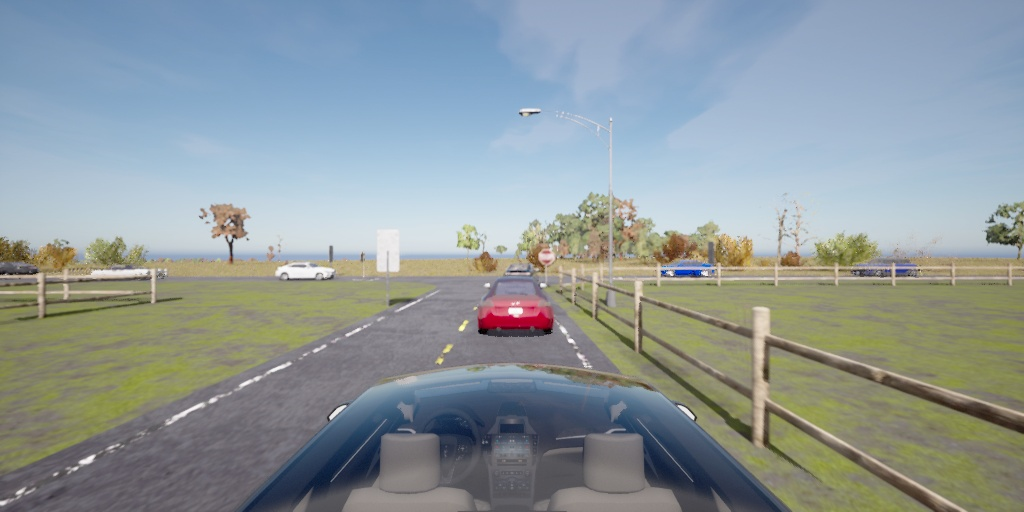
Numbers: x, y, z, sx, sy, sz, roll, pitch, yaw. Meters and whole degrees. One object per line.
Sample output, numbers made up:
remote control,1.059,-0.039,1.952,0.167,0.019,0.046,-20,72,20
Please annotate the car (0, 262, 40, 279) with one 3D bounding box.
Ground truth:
car,-46.764,1.305,33.071,4.902,1.511,2.128,0,0,1

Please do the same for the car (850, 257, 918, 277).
car,33.557,0.964,32.462,4.553,1.767,2.097,0,0,1

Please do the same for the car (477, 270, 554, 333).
car,0.098,1.295,10.679,1.994,1.385,4.181,0,0,0

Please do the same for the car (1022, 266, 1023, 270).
car,49.171,0.783,32.243,4.902,1.511,2.128,0,0,0

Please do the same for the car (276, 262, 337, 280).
car,-17.122,1.260,29.922,4.674,1.442,1.812,0,0,1

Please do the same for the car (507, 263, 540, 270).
car,0.669,1.199,22.576,2.128,1.511,4.902,0,0,9

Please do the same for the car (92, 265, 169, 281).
car,-31.832,1.377,30.054,4.718,1.301,1.895,0,0,1

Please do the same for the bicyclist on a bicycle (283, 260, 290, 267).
bicyclist on a bicycle,-22.505,1.189,35.948,0.582,1.620,1.656,0,0,0

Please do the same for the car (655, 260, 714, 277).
car,15.631,1.120,32.615,5.008,1.535,1.882,0,0,0
